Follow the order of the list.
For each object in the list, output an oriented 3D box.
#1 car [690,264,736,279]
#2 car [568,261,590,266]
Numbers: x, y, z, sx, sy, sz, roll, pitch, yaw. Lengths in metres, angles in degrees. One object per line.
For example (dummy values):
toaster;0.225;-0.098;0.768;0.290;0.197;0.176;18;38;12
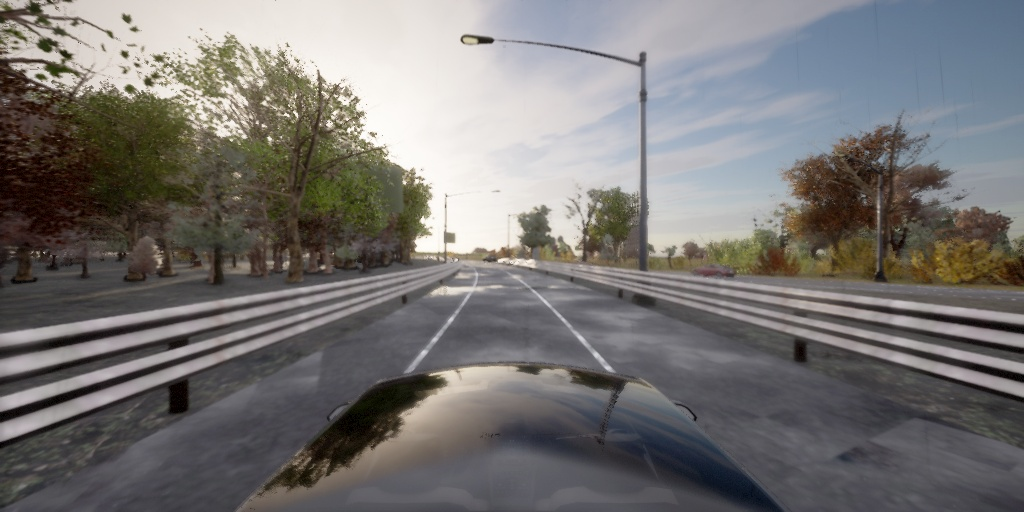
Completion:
car;21.064;1.537;37.725;1.994;1.385;4.181;0;0;-25
car;10.786;1.411;59.455;1.895;1.301;4.718;0;0;-25
